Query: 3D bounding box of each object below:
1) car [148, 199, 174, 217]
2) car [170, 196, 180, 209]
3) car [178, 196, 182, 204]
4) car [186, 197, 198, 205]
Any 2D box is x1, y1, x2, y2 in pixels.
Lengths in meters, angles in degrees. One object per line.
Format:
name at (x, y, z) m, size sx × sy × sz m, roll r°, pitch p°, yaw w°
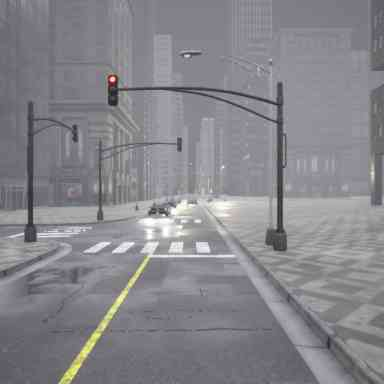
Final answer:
car at (-3.085, 1.601, 32.000) m, size 1.895 × 1.301 × 4.718 m, roll 0°, pitch 0°, yaw 0°
car at (-3.077, 1.605, 45.807) m, size 1.895 × 1.301 × 4.718 m, roll 0°, pitch 0°, yaw 0°
car at (-2.978, 1.507, 62.317) m, size 2.128 × 1.511 × 4.902 m, roll 0°, pitch 0°, yaw 0°
car at (0.026, 1.559, 57.639) m, size 2.033 × 1.411 × 5.357 m, roll 0°, pitch 0°, yaw 0°
